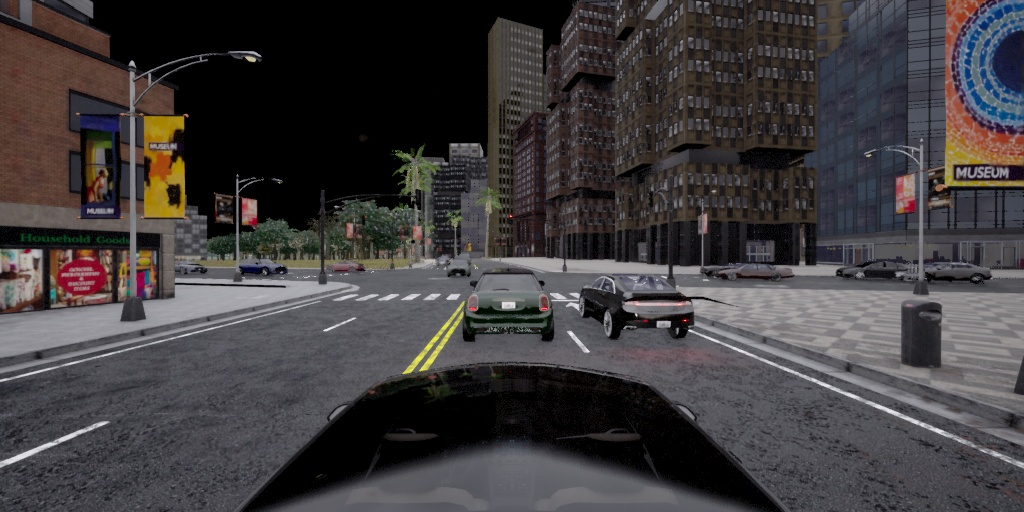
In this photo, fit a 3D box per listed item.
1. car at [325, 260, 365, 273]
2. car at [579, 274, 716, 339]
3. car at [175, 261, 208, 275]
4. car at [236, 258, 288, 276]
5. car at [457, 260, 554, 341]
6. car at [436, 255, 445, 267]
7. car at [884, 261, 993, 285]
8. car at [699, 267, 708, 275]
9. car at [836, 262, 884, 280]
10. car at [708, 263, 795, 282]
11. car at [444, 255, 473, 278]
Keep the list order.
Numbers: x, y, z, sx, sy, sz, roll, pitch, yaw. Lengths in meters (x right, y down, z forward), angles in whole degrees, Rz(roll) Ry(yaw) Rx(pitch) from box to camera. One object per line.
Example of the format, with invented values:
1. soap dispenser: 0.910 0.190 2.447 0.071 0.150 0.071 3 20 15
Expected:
1. car: -19.030 1.187 40.953 4.181 1.385 1.994 0 0 8
2. car: 3.172 1.241 10.058 2.128 1.511 4.902 0 0 -1
3. car: -33.968 1.184 37.202 4.181 1.385 1.994 0 0 13
4. car: -24.289 0.995 34.912 4.553 1.767 2.097 0 0 13
5. car: -0.122 1.102 10.008 2.097 1.767 4.553 0 0 -1
6. car: -10.633 0.902 55.343 2.128 1.511 4.902 0 1 -8
7. car: 30.583 1.193 25.589 4.902 1.511 2.128 0 0 13
8. car: 19.303 1.280 31.597 4.718 1.301 1.895 0 0 11
9. car: 29.494 1.191 29.187 4.892 1.490 1.837 0 0 13
10. car: 18.930 1.240 28.345 5.357 1.411 2.033 0 0 13
11. car: -4.840 1.028 33.262 2.097 1.767 4.553 0 0 -5
